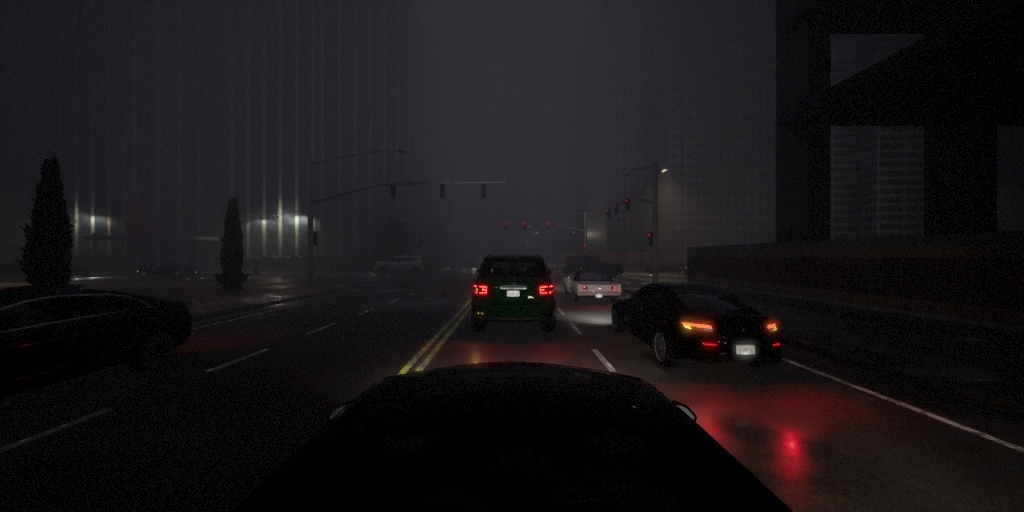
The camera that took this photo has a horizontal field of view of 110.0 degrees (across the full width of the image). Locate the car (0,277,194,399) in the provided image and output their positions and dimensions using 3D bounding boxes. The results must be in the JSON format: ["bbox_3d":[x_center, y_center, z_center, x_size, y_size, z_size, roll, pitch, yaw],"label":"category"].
[{"bbox_3d":[-7.097,1.241,4.875,2.128,1.511,4.902,0,0,0],"label":"car"}]

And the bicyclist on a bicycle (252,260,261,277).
[{"bbox_3d":[-24.643,1.203,34.599,0.582,1.620,1.656,0,0,-13],"label":"bicyclist on a bicycle"}]

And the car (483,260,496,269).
[{"bbox_3d":[-3.546,1.351,57.554,1.895,1.301,4.718,0,0,0],"label":"car"}]

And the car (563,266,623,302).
[{"bbox_3d":[3.594,1.351,16.975,1.895,1.301,4.718,0,0,0],"label":"car"}]

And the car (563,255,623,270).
[{"bbox_3d":[7.597,0.971,33.958,5.566,2.045,2.150,0,1,14],"label":"car"}]

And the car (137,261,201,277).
[{"bbox_3d":[-31.584,1.241,33.080,4.902,1.511,2.128,0,0,0],"label":"car"}]

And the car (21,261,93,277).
[{"bbox_3d":[-41.552,1.314,33.033,4.181,1.385,1.994,0,0,0],"label":"car"}]

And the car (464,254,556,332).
[{"bbox_3d":[0.058,0.971,11.057,2.150,2.045,5.566,0,0,1],"label":"car"}]

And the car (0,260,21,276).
[{"bbox_3d":[-50.677,1.314,36.613,4.181,1.385,1.994,0,0,3],"label":"car"}]

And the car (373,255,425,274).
[{"bbox_3d":[-12.676,0.972,40.379,5.566,2.045,2.150,0,2,-21],"label":"car"}]

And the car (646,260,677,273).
[{"bbox_3d":[17.810,1.228,40.723,5.008,1.535,1.882,0,0,0],"label":"car"}]

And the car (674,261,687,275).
[{"bbox_3d":[19.879,1.351,37.210,4.718,1.301,1.895,0,0,1],"label":"car"}]

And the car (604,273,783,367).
[{"bbox_3d":[3.589,1.276,7.814,1.812,1.442,4.674,0,0,0],"label":"car"}]
